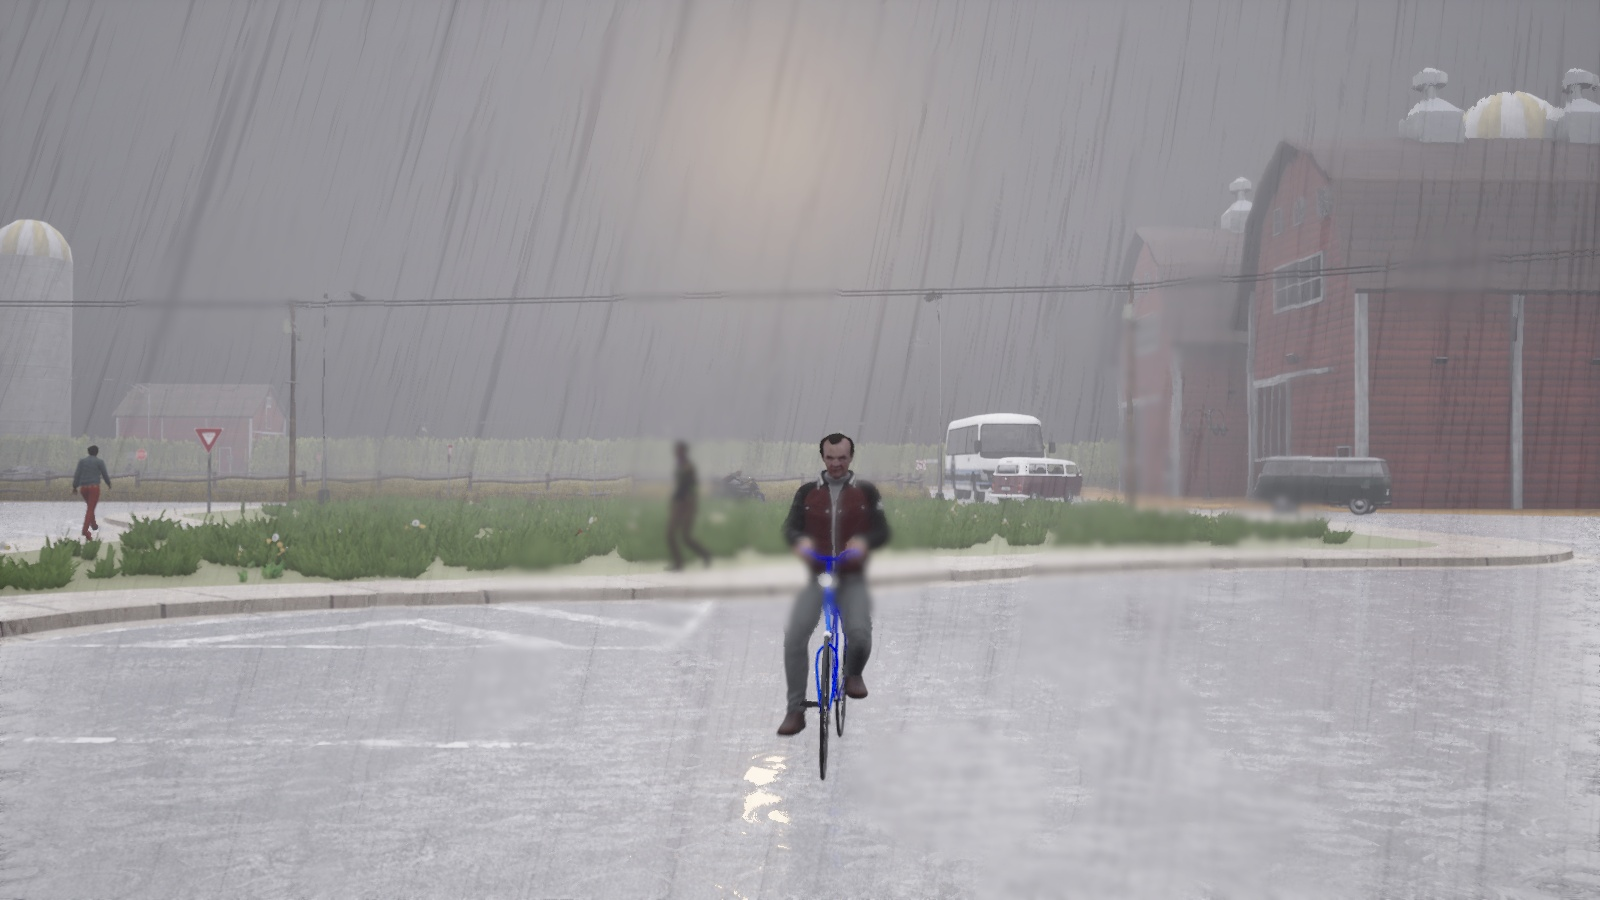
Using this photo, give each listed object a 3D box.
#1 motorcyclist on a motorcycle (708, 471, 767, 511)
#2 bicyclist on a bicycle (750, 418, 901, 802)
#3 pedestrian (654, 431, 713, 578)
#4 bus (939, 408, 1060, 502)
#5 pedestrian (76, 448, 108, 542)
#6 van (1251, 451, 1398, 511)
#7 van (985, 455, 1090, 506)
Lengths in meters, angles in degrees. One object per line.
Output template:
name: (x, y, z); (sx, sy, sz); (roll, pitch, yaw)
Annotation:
motorcyclist on a motorcycle: (-2.383, 1.560, 48.185); (2.191, 1.530, 0.866); (0, -1, 0)
bicyclist on a bicycle: (0.188, 0.778, 6.787); (0.659, 1.776, 1.843); (0, -2, 6)
pedestrian: (-1.558, 0.718, 16.809); (0.692, 1.930, 0.395); (1, -1, -43)
bus: (9.665, 0.309, 62.434); (3.944, 4.253, 10.273); (0, -1, -3)
pedestrian: (-14.113, 0.889, 25.049); (0.353, 1.847, 0.614); (0, -1, -9)
van: (18.220, 1.072, 43.714); (4.442, 1.987, 1.775); (-1, -1, 34)
van: (9.946, 1.255, 52.433); (4.480, 2.038, 2.069); (1, -1, -43)
